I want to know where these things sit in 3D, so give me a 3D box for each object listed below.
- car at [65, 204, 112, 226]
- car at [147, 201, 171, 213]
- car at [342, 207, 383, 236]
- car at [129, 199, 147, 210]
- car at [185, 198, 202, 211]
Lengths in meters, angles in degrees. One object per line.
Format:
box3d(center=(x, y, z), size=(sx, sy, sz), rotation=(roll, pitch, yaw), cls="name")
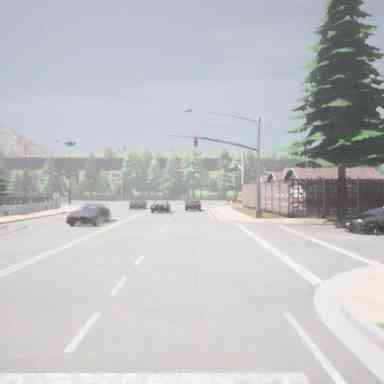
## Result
box3d(center=(-7.087, 1.550, 23.449), size=(2.033, 1.411, 5.357), rotation=(0, 0, 0), cls="car")
box3d(center=(-3.381, 1.604, 36.615), size=(1.895, 1.301, 4.718), rotation=(0, 0, 0), cls="car")
box3d(center=(10.318, 1.527, 17.780), size=(4.181, 1.385, 1.994), rotation=(0, 0, 0), cls="car")
box3d(center=(-6.978, 1.579, 43.517), size=(1.994, 1.385, 4.181), rotation=(0, 0, 0), cls="car")
box3d(center=(0.137, 1.495, 40.196), size=(2.128, 1.511, 4.902), rotation=(0, 0, 1), cls="car")
